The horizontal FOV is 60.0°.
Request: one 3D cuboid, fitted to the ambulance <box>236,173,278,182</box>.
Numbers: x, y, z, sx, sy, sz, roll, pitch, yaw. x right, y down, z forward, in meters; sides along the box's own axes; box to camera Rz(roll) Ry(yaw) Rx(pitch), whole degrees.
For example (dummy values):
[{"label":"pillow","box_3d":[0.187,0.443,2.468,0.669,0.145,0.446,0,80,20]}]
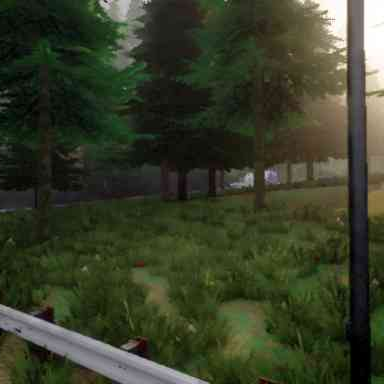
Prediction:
[{"label":"ambulance","box_3d":[7.847,-1.300,42.112,6.366,2.431,2.351,-5,-1,12]}]
